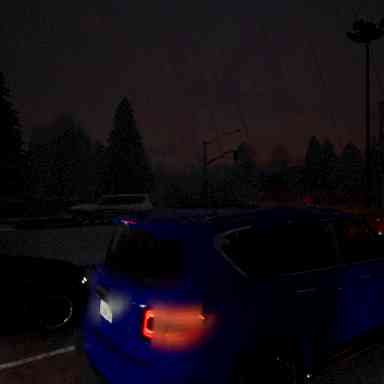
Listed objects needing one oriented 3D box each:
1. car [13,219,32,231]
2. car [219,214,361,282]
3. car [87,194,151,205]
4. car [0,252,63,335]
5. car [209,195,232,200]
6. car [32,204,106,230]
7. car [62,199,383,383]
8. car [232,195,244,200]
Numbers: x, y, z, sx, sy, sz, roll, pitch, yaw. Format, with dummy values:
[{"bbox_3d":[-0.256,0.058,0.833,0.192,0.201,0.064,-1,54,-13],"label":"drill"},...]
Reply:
[{"bbox_3d":[-6.272,1.578,16.706,4.718,1.301,1.895,-1,0,-35],"label":"car"},{"bbox_3d":[3.092,1.512,10.228,4.181,1.385,1.994,-1,0,-34],"label":"car"},{"bbox_3d":[-5.164,1.171,21.778,5.566,2.045,2.150,0,0,-35],"label":"car"},{"bbox_3d":[-3.750,1.564,5.362,4.181,1.385,1.994,0,0,-36],"label":"car"},{"bbox_3d":[3.215,1.377,49.040,1.895,1.301,4.718,-1,0,-36],"label":"car"},{"bbox_3d":[-3.827,1.465,14.147,4.902,1.511,2.128,0,0,-35],"label":"car"},{"bbox_3d":[1.375,1.204,4.712,5.566,2.045,2.150,-1,0,-35],"label":"car"},{"bbox_3d":[6.452,1.242,50.533,2.128,1.511,4.902,-1,0,-35],"label":"car"}]
